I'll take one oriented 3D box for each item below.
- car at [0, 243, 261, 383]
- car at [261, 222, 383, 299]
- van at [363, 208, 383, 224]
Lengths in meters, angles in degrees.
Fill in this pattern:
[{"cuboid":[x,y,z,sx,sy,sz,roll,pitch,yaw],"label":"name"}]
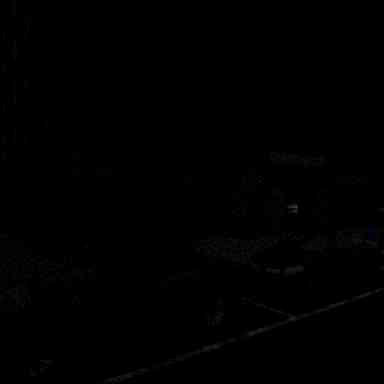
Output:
[{"cuboid":[-1.149,1.578,5.372,4.313,1.339,1.947,0,0,-36],"label":"car"},{"cuboid":[3.256,1.624,8.518,4.206,1.307,1.802,0,0,-36],"label":"car"},{"cuboid":[7.660,1.412,11.666,3.998,1.788,1.690,0,0,-36],"label":"van"}]
